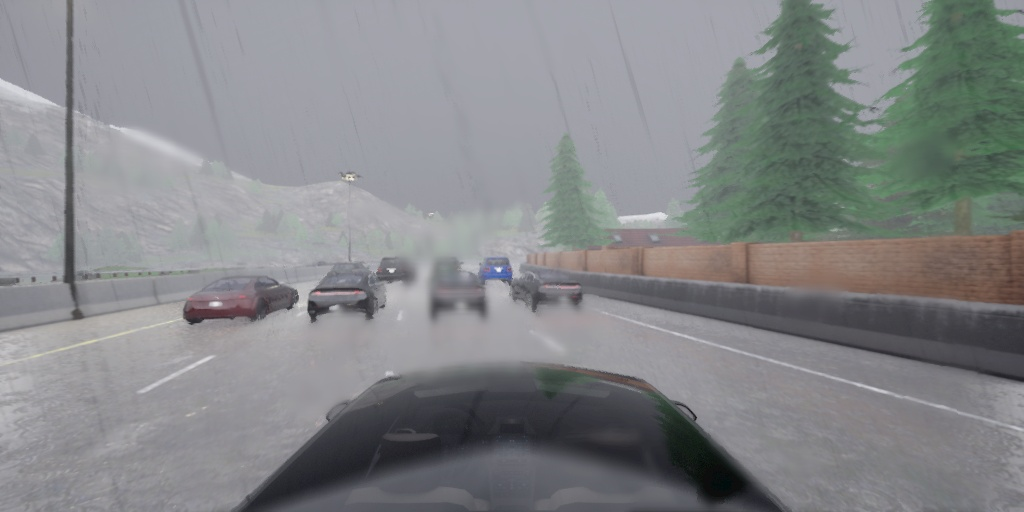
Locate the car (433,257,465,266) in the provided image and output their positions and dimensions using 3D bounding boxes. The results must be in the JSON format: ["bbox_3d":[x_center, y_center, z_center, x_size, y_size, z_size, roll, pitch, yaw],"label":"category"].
[{"bbox_3d":[-4.710,1.084,26.532,2.150,2.045,5.566,0,0,-8],"label":"car"}]

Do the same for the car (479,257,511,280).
[{"bbox_3d":[-1.263,1.079,27.139,2.150,2.045,5.566,0,0,-8],"label":"car"}]

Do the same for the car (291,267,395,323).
[{"bbox_3d":[-5.516,1.296,12.500,2.128,1.511,4.902,0,0,-13],"label":"car"}]

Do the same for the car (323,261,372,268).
[{"bbox_3d":[-11.724,1.226,26.299,2.097,1.767,4.553,0,0,-8],"label":"car"}]

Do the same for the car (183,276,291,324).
[{"bbox_3d":[-9.079,1.377,12.410,1.994,1.385,4.181,0,0,-13],"label":"car"}]

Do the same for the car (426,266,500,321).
[{"bbox_3d":[-2.022,1.289,12.908,2.128,1.511,4.902,0,0,-13],"label":"car"}]

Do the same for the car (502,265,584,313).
[{"bbox_3d":[1.227,1.290,14.402,2.128,1.511,4.902,0,0,-13],"label":"car"}]

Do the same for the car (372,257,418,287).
[{"bbox_3d":[-8.156,1.089,25.913,2.150,2.045,5.566,0,0,-8],"label":"car"}]
